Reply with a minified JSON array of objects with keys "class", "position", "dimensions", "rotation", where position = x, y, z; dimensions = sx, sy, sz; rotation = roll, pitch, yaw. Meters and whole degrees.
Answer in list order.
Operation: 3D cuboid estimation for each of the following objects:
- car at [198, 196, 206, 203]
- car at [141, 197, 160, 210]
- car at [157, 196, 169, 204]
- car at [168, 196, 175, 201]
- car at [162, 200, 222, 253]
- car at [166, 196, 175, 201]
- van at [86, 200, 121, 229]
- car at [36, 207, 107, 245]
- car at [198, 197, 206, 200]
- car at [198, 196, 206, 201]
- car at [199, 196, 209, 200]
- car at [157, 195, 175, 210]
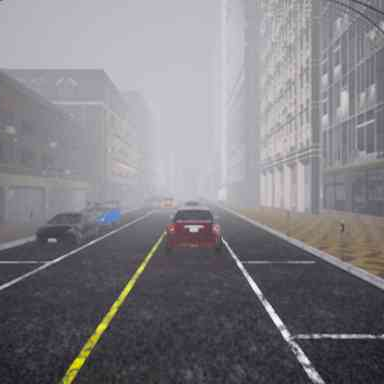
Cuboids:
[{"class":"car","position":[2.321,1.680,77.389],"dimensions":[1.882,1.535,5.008],"rotation":[0,0,0]},{"class":"car","position":[-5.713,1.686,43.983],"dimensions":[1.802,1.307,4.206],"rotation":[0,0,0]},{"class":"car","position":[-5.724,1.610,66.578],"dimensions":[1.967,1.590,4.097],"rotation":[0,0,0]},{"class":"car","position":[-5.739,1.783,94.650],"dimensions":[1.752,1.417,4.829],"rotation":[0,0,0]},{"class":"car","position":[0.077,1.385,14.078],"dimensions":[2.097,1.767,4.553],"rotation":[0,0,0]},{"class":"car","position":[-5.736,1.806,89.171],"dimensions":[1.947,1.339,4.313],"rotation":[0,0,0]},{"class":"van","position":[-5.701,1.390,21.390],"dimensions":[1.690,1.788,3.998],"rotation":[0,0,0]},{"class":"car","position":[-5.699,1.602,15.740],"dimensions":[1.947,1.339,4.313],"rotation":[0,0,0]},{"class":"car","position":[0.075,1.549,31.229],"dimensions":[1.882,1.535,5.008],"rotation":[0,0,0]},{"class":"car","position":[2.645,1.806,89.176],"dimensions":[1.947,1.339,4.313],"rotation":[0,0,0]},{"class":"car","position":[2.656,1.696,66.752],"dimensions":[1.752,1.417,4.829],"rotation":[0,0,0]},{"class":"car","position":[-3.110,1.458,45.223],"dimensions":[2.097,1.767,4.553],"rotation":[0,0,0]}]
